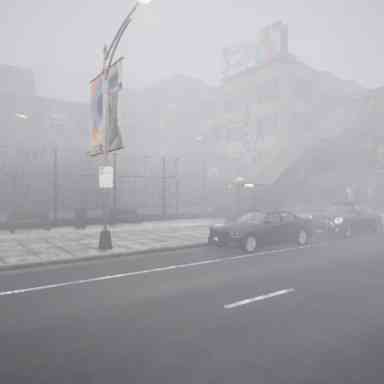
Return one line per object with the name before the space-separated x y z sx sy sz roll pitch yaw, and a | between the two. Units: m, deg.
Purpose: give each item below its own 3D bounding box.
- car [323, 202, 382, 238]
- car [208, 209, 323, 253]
car | 8.075 1.353 17.662 4.553 1.767 2.185 0 0 -36
car | 2.925 1.478 13.817 5.008 1.535 2.097 0 0 -36
